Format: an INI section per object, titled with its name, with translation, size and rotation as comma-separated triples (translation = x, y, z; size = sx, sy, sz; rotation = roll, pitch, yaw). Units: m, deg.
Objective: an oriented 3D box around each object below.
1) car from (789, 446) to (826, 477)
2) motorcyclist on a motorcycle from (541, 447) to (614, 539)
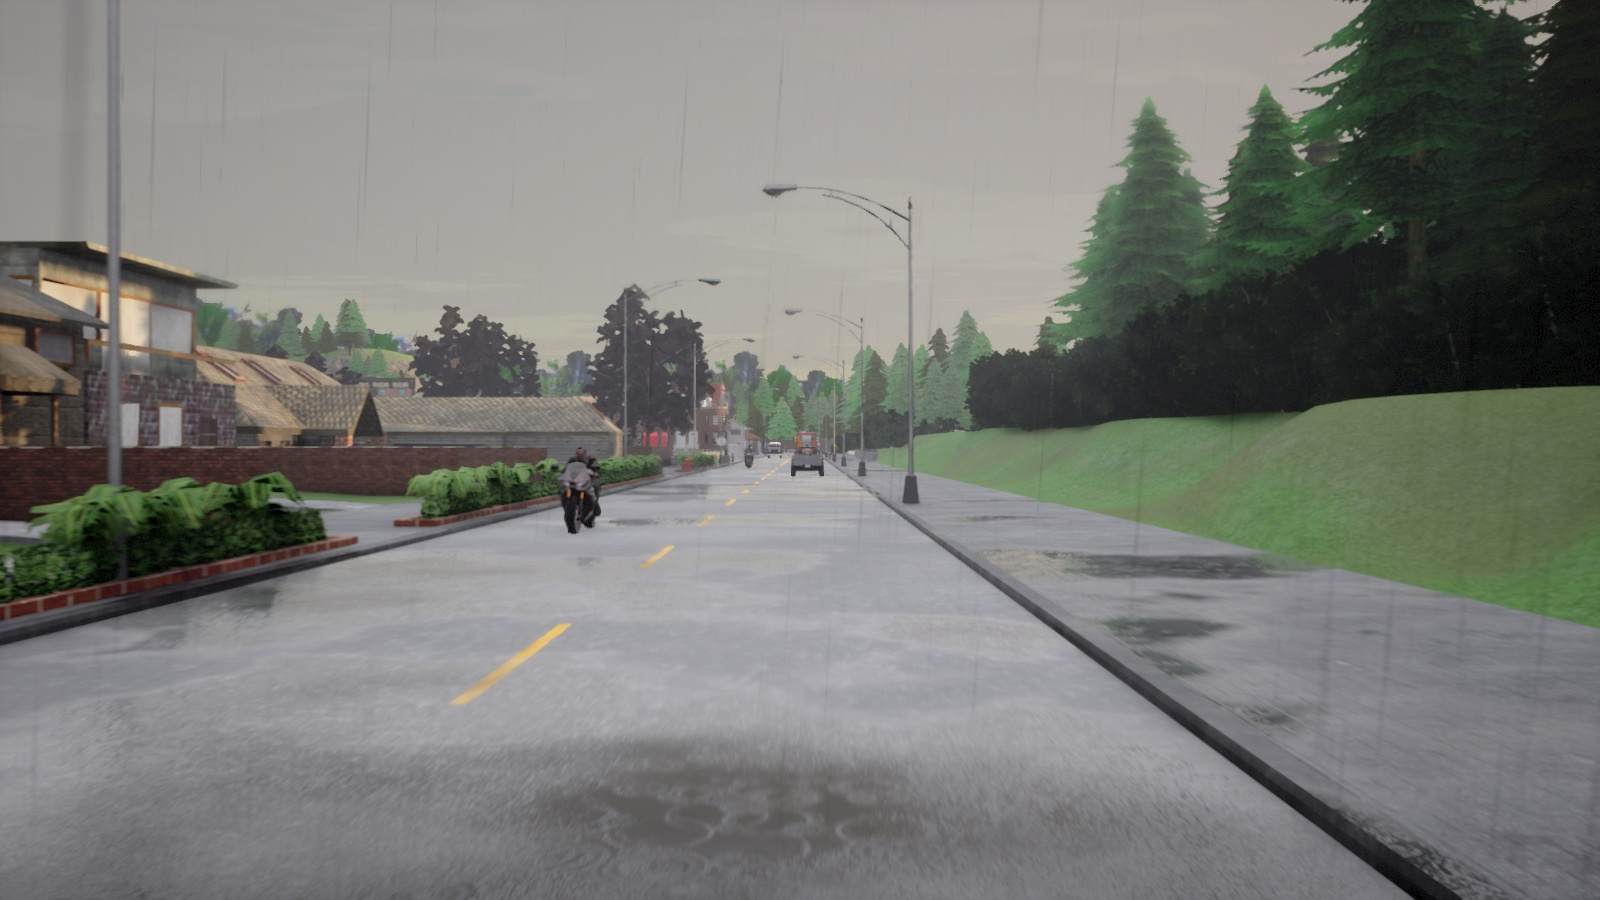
[car]
translation = 0.373, 0.578, 63.431
size = 1.845, 1.501, 3.633
rotation = 0, 0, 0
[motorcyclist on a motorcycle]
translation = -3.859, 0.715, 21.934
size = 0.866, 1.530, 2.191
rotation = 0, 0, 0
